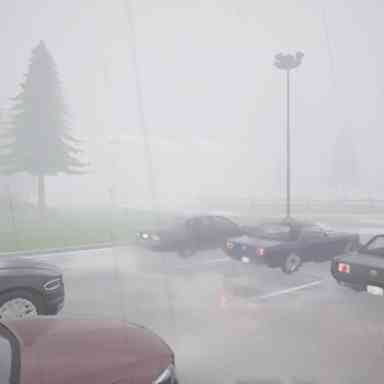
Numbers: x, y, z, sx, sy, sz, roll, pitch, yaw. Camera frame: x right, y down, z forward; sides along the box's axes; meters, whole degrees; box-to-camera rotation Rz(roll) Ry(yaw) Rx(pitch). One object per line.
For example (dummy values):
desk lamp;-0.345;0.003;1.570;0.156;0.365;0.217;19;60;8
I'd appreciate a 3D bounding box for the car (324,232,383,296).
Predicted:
car;5.340;1.601;7.665;4.718;1.301;1.895;0;0;-35

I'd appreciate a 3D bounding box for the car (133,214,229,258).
car;0.459;1.547;12.795;5.357;1.411;2.033;0;0;-35

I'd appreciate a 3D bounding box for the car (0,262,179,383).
car;-2.247;1.526;2.143;4.674;1.442;1.812;0;0;-36

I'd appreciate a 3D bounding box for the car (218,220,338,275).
car;3.320;1.601;10.524;4.718;1.301;1.895;0;0;-35

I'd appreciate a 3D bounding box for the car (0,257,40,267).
car;-4.501;1.478;4.836;5.008;1.535;1.882;0;0;-35
